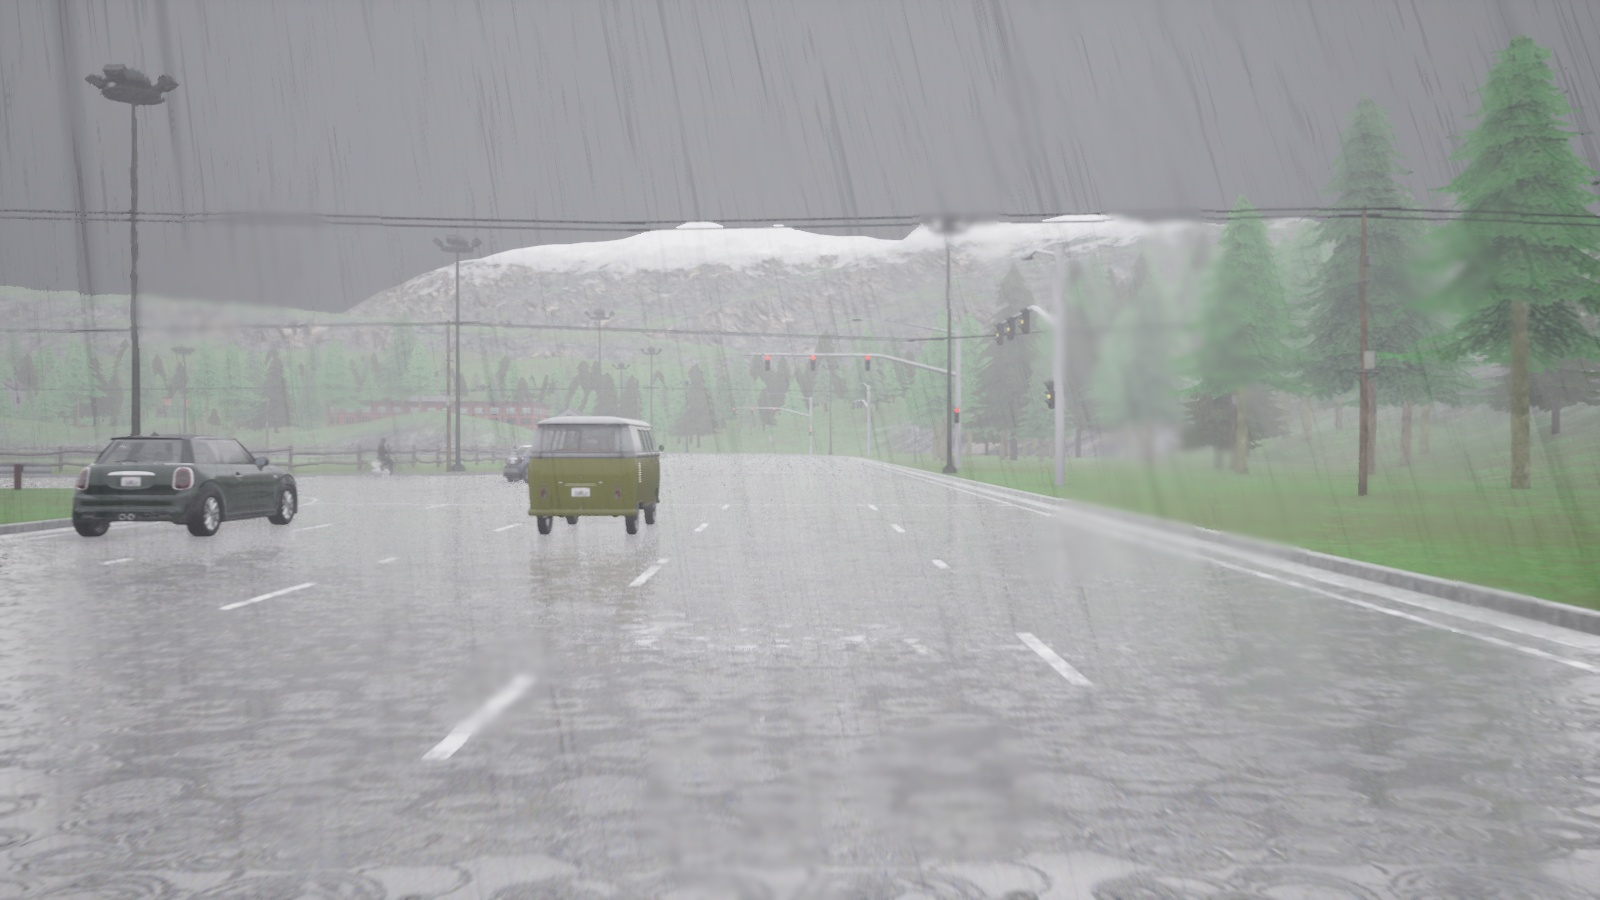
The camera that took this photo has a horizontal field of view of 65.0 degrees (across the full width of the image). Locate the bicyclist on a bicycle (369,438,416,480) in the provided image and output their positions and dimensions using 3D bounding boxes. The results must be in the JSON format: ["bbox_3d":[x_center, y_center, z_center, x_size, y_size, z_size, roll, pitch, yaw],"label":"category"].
[{"bbox_3d":[-17.228,0.372,53.109,1.843,1.776,0.659,0,-2,-20],"label":"bicyclist on a bicycle"}]

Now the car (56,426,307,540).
[{"bbox_3d":[-10.507,0.502,21.793,2.097,1.767,4.553,0,0,0],"label":"car"}]

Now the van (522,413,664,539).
[{"bbox_3d":[-3.506,0.400,22.042,1.775,1.987,4.442,0,0,0],"label":"van"}]

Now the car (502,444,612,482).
[{"bbox_3d":[-9.583,0.487,49.600,3.806,1.475,1.970,0,0,-37],"label":"car"}]
